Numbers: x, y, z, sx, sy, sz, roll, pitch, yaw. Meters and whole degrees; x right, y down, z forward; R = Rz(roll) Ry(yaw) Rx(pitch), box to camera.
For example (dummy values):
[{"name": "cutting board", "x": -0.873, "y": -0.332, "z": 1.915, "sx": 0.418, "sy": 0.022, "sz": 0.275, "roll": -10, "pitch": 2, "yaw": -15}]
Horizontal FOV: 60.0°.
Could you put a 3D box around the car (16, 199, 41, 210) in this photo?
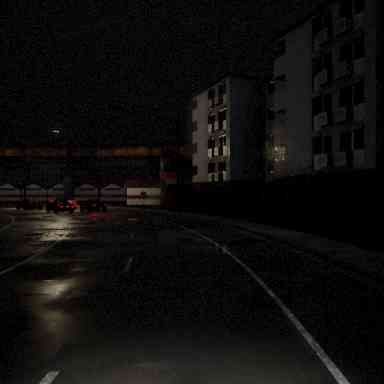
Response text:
[{"name": "car", "x": -20.934, "y": 1.588, "z": 42.784, "sx": 4.181, "sy": 1.385, "sz": 1.994, "roll": 0, "pitch": 0, "yaw": 40}]

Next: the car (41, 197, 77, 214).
[{"name": "car", "x": -14.396, "y": 1.568, "z": 36.255, "sx": 2.033, "sy": 1.411, "sz": 5.357, "roll": 0, "pitch": 0, "yaw": -38}]

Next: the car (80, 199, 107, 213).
[{"name": "car", "x": -11.188, "y": 1.547, "z": 37.729, "sx": 1.812, "sy": 1.442, "sz": 4.674, "roll": 0, "pitch": 0, "yaw": -37}]
